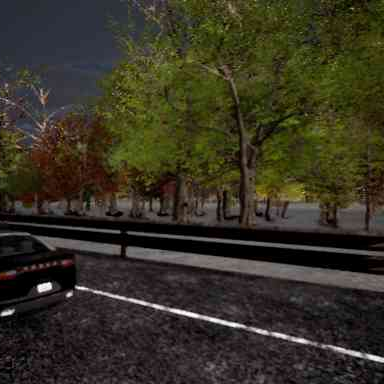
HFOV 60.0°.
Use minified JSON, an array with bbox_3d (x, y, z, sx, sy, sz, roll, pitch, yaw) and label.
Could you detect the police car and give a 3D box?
[{"bbox_3d":[-4.715,1.498,7.290,5.238,1.638,1.930,-1,0,34],"label":"police car"}]
